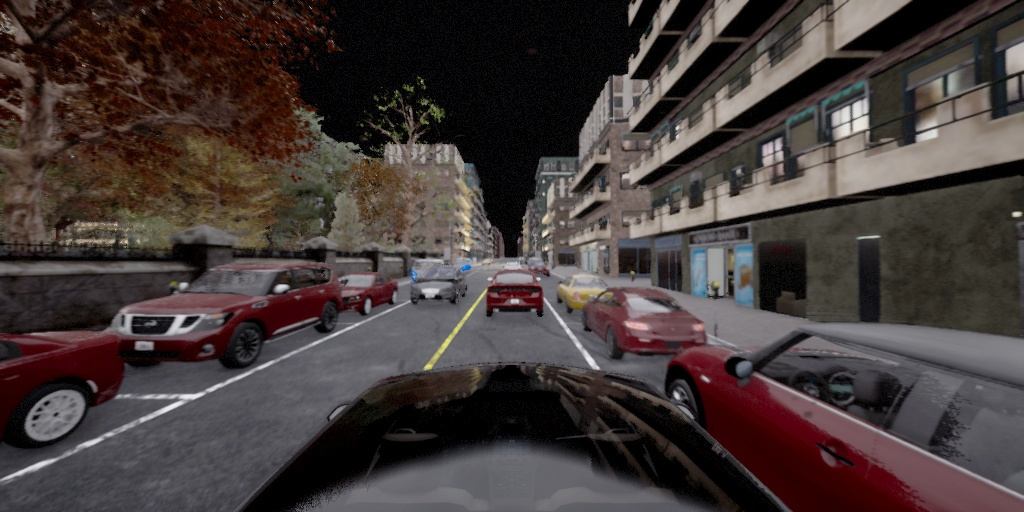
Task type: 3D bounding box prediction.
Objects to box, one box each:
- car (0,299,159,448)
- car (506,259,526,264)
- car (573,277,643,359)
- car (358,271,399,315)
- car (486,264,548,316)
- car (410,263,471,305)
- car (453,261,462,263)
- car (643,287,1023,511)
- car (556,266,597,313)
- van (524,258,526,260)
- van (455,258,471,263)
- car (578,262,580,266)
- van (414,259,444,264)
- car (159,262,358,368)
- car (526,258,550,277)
[{"bbox_3d":[-5.690,1.295,2.530,1.888,1.381,4.507,0,0,0],"label":"car"},{"bbox_3d":[0.093,1.281,32.618,1.812,1.442,4.674,0,0,0],"label":"car"},{"bbox_3d":[2.690,1.333,8.054,1.802,1.307,4.207,0,0,0],"label":"car"},{"bbox_3d":[-5.693,1.297,13.576,1.888,1.381,4.507,0,0,0],"label":"car"},{"bbox_3d":[0.093,1.229,13.454,1.882,1.535,5.008,0,0,0],"label":"car"},{"bbox_3d":[-3.104,1.244,16.039,2.128,1.511,4.902,0,0,0],"label":"car"},{"bbox_3d":[-5.679,1.321,30.147,1.948,1.339,4.313,0,0,0],"label":"car"},{"bbox_3d":[2.691,1.190,2.531,1.967,1.591,4.097,0,0,0],"label":"car"},{"bbox_3d":[2.688,1.277,13.748,1.751,1.417,4.829,0,0,0],"label":"car"},{"bbox_3d":[2.650,1.098,41.194,1.690,1.789,3.998,0,0,0],"label":"van"},{"bbox_3d":[-5.664,1.098,41.194,1.690,1.789,3.998,0,0,0],"label":"van"},{"bbox_3d":[13.522,1.337,58.931,4.313,1.339,1.948,0,0,1],"label":"car"},{"bbox_3d":[-5.703,1.095,24.623,1.690,1.789,3.998,0,0,0],"label":"van"},{"bbox_3d":[-5.691,1.066,8.053,2.192,1.841,5.009,0,0,0],"label":"car"},{"bbox_3d":[2.653,1.196,35.671,1.967,1.591,4.097,0,0,0],"label":"car"}]
